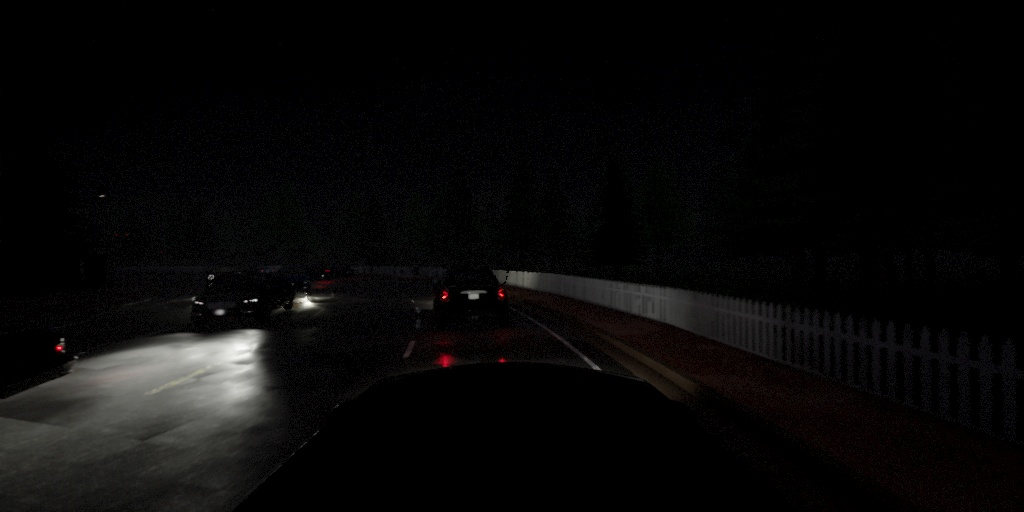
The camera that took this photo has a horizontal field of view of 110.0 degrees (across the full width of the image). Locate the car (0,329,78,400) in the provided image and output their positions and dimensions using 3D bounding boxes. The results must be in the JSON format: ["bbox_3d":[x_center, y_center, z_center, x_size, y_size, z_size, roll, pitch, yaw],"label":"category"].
[{"bbox_3d":[-7.231,1.370,2.809,2.033,1.411,5.357,-1,0,-4],"label":"car"}]

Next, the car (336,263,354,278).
[{"bbox_3d":[-18.558,1.503,37.542,5.008,1.535,1.882,0,0,36],"label":"car"}]

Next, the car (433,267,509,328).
[{"bbox_3d":[-1.521,1.145,11.966,2.097,1.767,4.553,-1,0,-13],"label":"car"}]

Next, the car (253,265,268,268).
[{"bbox_3d":[-28.534,1.675,39.428,5.357,1.411,2.033,-1,0,23],"label":"car"}]

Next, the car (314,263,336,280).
[{"bbox_3d":[-18.722,1.521,33.379,4.892,1.490,1.837,-1,0,38],"label":"car"}]

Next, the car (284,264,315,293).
[{"bbox_3d":[-13.473,1.412,21.980,1.882,1.535,5.008,0,0,-32],"label":"car"}]

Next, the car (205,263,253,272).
[{"bbox_3d":[-18.334,1.258,23.117,2.097,1.767,4.553,0,0,-39],"label":"car"}]

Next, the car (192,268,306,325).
[{"bbox_3d":[-9.124,1.359,12.593,2.128,1.511,4.902,0,0,-18],"label":"car"}]
